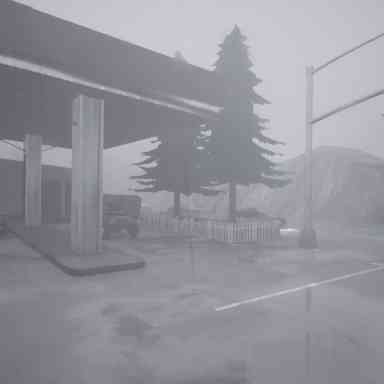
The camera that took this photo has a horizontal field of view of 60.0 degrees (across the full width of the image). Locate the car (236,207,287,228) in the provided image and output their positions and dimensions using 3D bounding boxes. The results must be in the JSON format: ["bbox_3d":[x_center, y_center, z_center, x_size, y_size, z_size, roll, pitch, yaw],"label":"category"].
[{"bbox_3d":[4.785,1.825,24.062,1.994,1.385,4.181,1,0,-35],"label":"car"}]

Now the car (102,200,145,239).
[{"bbox_3d":[-4.508,1.446,18.283,1.905,1.878,3.866,1,0,-36],"label":"car"}]

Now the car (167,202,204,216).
[{"bbox_3d":[-0.712,1.722,31.878,1.812,1.442,4.674,1,0,-35],"label":"car"}]

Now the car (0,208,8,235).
[{"bbox_3d":[-11.639,1.520,18.489,2.242,1.667,4.611,1,0,-36],"label":"car"}]

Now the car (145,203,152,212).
[{"bbox_3d":[-6.580,1.654,40.204,1.812,1.442,4.674,1,0,-35],"label":"car"}]
